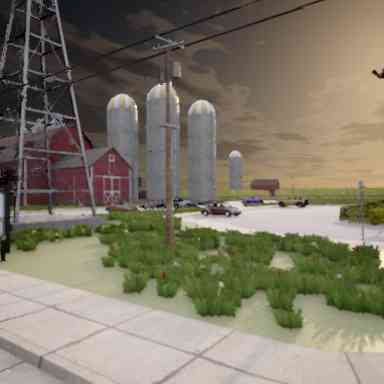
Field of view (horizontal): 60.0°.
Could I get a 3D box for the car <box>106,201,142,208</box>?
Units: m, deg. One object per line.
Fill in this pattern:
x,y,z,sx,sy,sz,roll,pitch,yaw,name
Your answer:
-8.383,1.808,39.263,4.193,1.474,1.816,-1,0,35,car

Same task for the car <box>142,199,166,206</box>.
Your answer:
-5.773,1.898,51.115,2.033,1.411,5.357,-1,0,35,car

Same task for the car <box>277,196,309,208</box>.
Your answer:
15.544,1.485,51.459,4.605,1.855,1.932,-1,0,35,car

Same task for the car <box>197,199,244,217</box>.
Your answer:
2.861,1.691,32.899,3.905,1.438,1.784,-1,0,35,car

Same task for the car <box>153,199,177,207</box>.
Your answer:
-4.682,1.952,58.945,1.994,1.385,4.181,-1,-1,35,car

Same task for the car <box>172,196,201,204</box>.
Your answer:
-1.154,1.622,50.658,3.866,1.878,1.905,-1,0,35,car

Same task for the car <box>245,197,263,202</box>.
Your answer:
12.665,1.792,70.532,4.611,1.667,2.242,-1,0,35,car
